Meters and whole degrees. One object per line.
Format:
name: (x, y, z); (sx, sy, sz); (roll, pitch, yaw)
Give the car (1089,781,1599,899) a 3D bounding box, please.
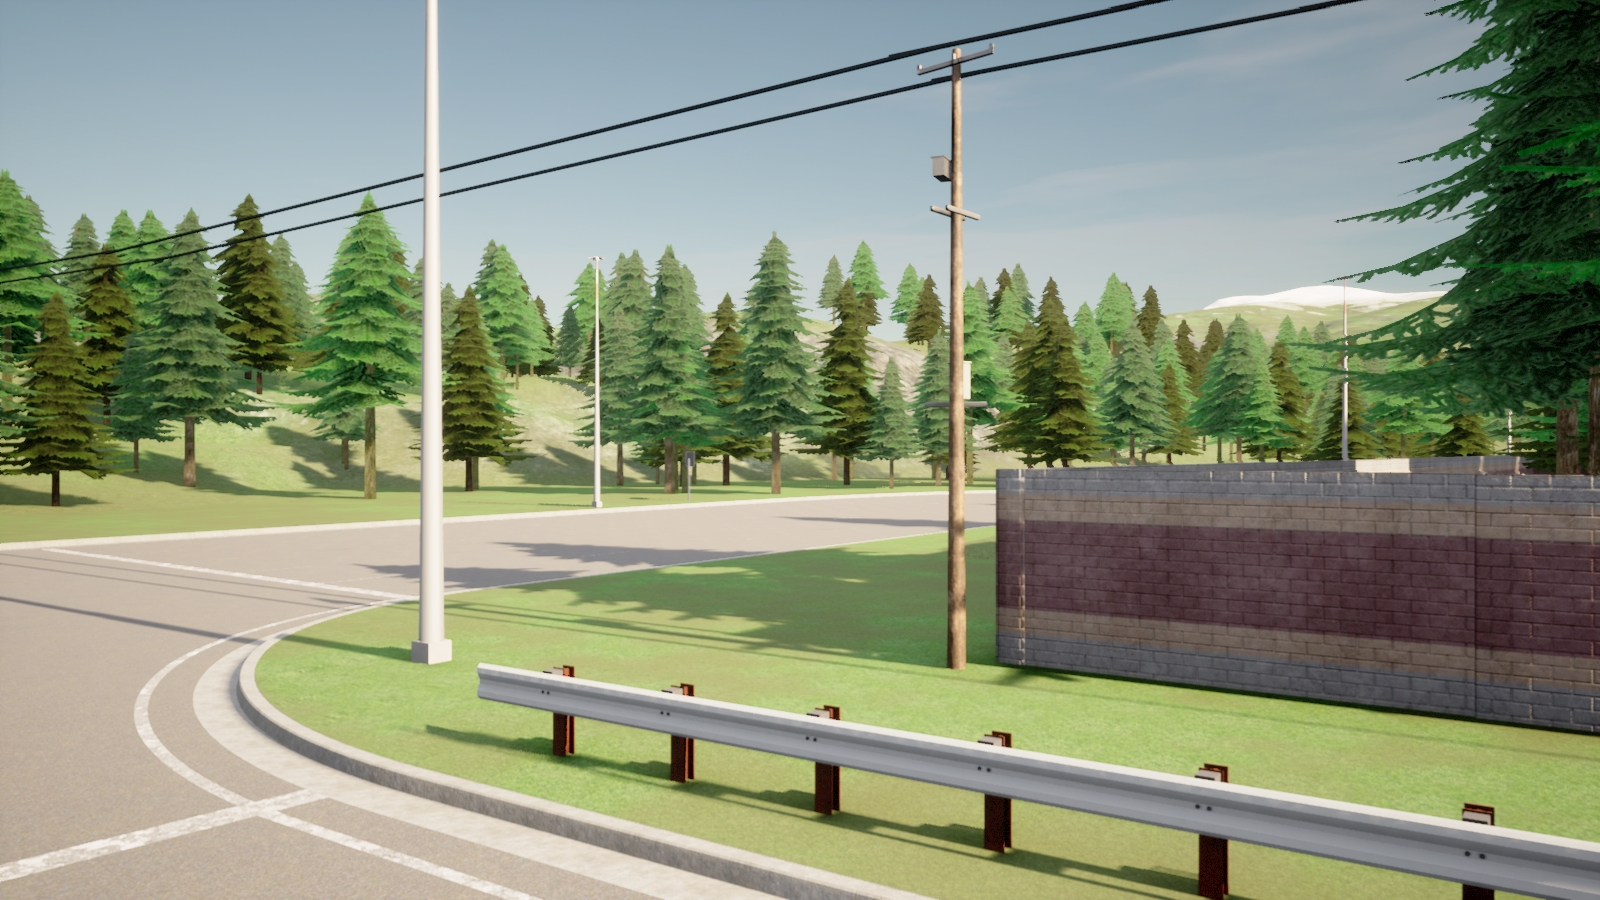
car: (3.038, 1.982, 1.661); (5.238, 1.638, 2.097); (0, 0, 35)
